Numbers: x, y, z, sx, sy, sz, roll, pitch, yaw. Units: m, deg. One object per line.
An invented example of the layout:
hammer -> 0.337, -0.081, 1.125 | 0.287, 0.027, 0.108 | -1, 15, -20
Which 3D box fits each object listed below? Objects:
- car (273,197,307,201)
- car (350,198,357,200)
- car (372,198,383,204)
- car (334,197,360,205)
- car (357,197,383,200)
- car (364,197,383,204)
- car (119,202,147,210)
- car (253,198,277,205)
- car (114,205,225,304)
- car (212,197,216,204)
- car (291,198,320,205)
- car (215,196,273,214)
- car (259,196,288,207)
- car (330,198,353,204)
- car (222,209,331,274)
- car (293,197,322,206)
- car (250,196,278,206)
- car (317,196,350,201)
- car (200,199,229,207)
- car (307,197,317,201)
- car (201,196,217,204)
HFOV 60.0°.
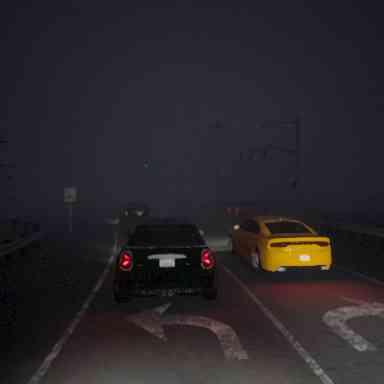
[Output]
car -> 15.660, 1.744, 54.560 | 4.902, 1.511, 2.128 | 0, 0, -16
car -> 30.923, 1.807, 62.455 | 4.674, 1.442, 1.812 | 0, 0, -16
car -> 40.163, 1.908, 69.892 | 4.718, 1.301, 1.895 | 0, 0, -26
car -> 30.804, 1.824, 66.071 | 4.674, 1.442, 1.812 | 0, 0, -16
car -> 32.721, 1.758, 59.344 | 4.902, 1.511, 2.128 | 0, 0, -16
car -> 40.514, 1.885, 74.048 | 4.181, 1.385, 1.994 | 0, 0, -26
car -> -4.059, 1.474, 23.710 | 2.097, 1.767, 4.553 | 0, 0, -17
car -> 14.276, 1.867, 64.988 | 4.181, 1.385, 1.994 | 0, 0, -16
car -> -0.709, 1.394, 8.524 | 2.097, 1.767, 4.553 | 0, 0, -6
car -> 6.074, 1.846, 51.862 | 4.718, 1.301, 1.895 | 0, 0, -16
car -> 22.916, 1.850, 67.431 | 5.357, 1.411, 2.033 | 0, 0, -16
car -> 4.521, 1.487, 28.256 | 4.553, 1.767, 2.097 | 0, 0, -44
car -> 14.112, 1.621, 57.747 | 4.553, 1.767, 2.097 | 0, 0, -15
car -> 31.465, 1.871, 69.986 | 4.181, 1.385, 1.994 | 0, 0, -18
car -> 2.541, 1.529, 10.839 | 1.882, 1.535, 5.008 | 0, 0, -7
car -> 21.996, 1.784, 63.534 | 4.902, 1.511, 2.128 | 0, 0, -16
car -> 13.234, 1.638, 61.105 | 4.553, 1.767, 2.097 | 0, 0, -15
car -> 24.252, 1.824, 56.957 | 4.181, 1.385, 1.994 | 0, 0, -16
car -> 3.866, 1.879, 58.504 | 4.718, 1.301, 1.895 | 0, 0, -16
car -> 22.540, 1.628, 60.069 | 4.553, 1.767, 2.097 | 0, 0, -15
car -> 4.503, 1.766, 55.053 | 4.892, 1.490, 1.837 | 0, 0, -16
